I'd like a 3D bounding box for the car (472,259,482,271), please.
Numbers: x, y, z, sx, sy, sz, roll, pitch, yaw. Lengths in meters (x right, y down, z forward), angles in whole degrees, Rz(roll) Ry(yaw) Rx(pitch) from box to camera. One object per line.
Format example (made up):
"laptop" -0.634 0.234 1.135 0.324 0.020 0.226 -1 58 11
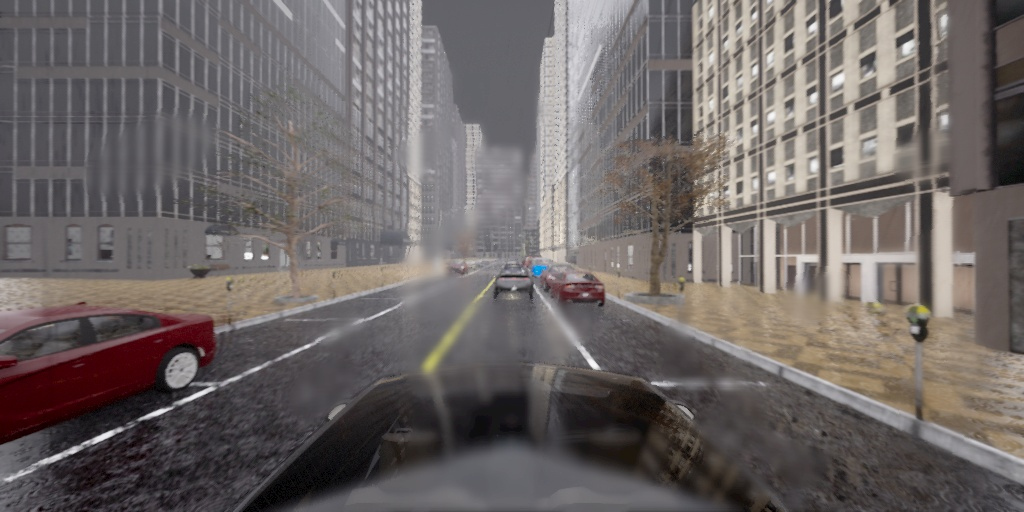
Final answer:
"car" -5.720 1.253 49.129 2.007 1.370 4.403 0 0 0

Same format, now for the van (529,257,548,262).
"van" 2.672 1.064 32.235 1.690 1.789 3.998 0 0 0

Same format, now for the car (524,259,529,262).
"car" 2.668 1.267 37.877 2.007 1.370 4.403 0 0 0

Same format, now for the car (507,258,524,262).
"car" 0.074 1.189 41.932 1.882 1.535 5.008 0 0 0

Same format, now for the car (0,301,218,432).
"car" -5.690 1.292 3.986 1.888 1.381 4.507 0 0 0

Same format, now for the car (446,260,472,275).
"car" -5.712 1.155 37.843 1.967 1.591 4.097 0 0 0

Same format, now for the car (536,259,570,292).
"car" 2.679 1.173 20.953 1.967 1.591 4.097 0 0 0

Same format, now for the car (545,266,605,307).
"car" 2.682 1.284 15.311 1.888 1.381 4.507 0 0 0

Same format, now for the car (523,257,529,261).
"car" 2.664 1.025 43.519 2.192 1.841 5.009 0 0 0

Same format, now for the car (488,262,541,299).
"car" 0.089 1.227 18.049 2.128 1.511 4.902 0 0 0

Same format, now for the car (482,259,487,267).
"car" -5.727 1.239 60.414 2.007 1.370 4.403 0 0 0
